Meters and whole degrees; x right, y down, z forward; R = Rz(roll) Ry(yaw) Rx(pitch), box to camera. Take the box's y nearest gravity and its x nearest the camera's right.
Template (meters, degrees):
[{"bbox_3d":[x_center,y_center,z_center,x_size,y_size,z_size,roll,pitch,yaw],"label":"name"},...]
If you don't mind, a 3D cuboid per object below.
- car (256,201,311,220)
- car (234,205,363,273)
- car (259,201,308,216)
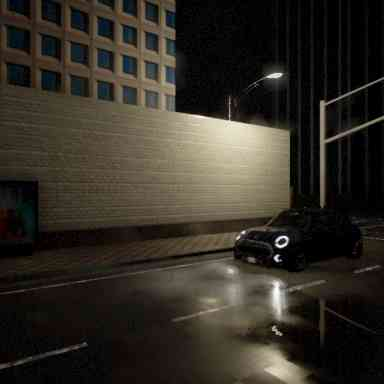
[{"bbox_3d":[8.123,1.581,29.977,1.812,1.442,4.674,0,0,-36],"label":"car"},{"bbox_3d":[3.522,1.352,10.824,4.553,1.767,2.097,0,0,-36],"label":"car"},{"bbox_3d":[9.324,1.656,34.302,1.895,1.301,4.718,0,0,-36],"label":"car"}]
